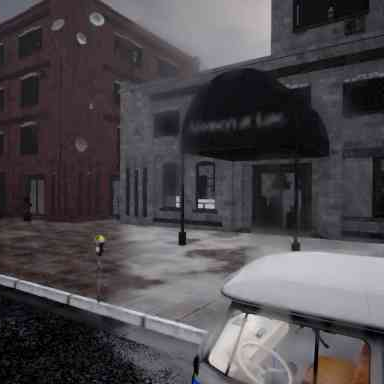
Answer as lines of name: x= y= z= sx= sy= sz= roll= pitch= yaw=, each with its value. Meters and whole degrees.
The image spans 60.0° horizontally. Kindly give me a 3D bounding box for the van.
van: x=1.797 y=1.341 z=1.622 sx=3.998 sy=1.788 sz=1.690 roll=0 pitch=1 yaw=34
